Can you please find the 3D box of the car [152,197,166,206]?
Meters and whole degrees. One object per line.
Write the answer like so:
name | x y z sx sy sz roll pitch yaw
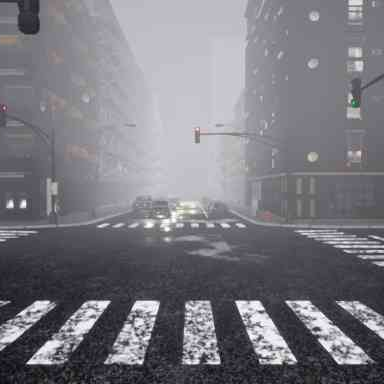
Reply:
car | -5.309 1.562 53.700 1.802 1.307 4.206 -1 0 0

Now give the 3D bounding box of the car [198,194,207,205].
car | 2.572 1.522 59.183 1.887 1.381 4.507 -1 0 0

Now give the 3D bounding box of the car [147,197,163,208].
car | -5.312 1.508 47.992 1.752 1.417 4.829 -1 0 0

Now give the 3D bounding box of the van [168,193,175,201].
van | -5.302 1.302 86.922 1.690 1.788 3.998 -1 0 0

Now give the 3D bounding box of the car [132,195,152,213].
car | -5.318 1.302 37.088 2.192 1.841 5.009 -1 0 0

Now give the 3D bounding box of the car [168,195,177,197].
car | -2.759 1.529 50.971 2.033 1.411 5.357 0 0 1

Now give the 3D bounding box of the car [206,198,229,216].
car | 2.564 1.572 31.487 1.802 1.307 4.206 -1 0 0

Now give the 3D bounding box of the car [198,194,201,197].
car | 2.578 1.550 75.800 1.802 1.307 4.206 -1 0 0

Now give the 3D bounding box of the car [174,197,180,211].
car | -2.826 1.587 40.321 1.895 1.301 4.718 0 0 0

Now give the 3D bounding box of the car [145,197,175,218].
car | -2.833 1.495 30.220 1.837 1.490 4.892 0 0 0

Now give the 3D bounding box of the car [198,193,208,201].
car | 2.576 1.280 81.340 2.192 1.841 5.009 -1 0 0

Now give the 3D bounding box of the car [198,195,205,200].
car | 2.583 1.538 92.418 1.802 1.307 4.206 -1 0 0

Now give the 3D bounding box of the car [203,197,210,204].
car | 2.566 1.538 37.026 2.008 1.369 4.403 -1 0 0
